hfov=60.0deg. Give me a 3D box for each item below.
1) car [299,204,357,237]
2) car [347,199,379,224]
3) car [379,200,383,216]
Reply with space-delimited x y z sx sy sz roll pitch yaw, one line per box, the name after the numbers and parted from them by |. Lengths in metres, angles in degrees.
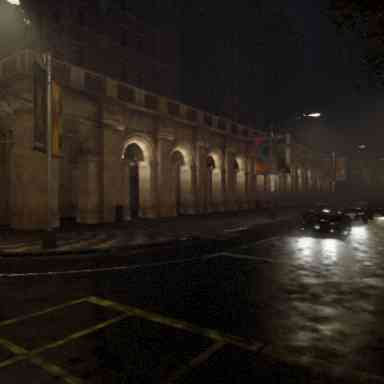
7.397 1.575 18.218 1.994 1.385 4.181 0 0 36 | car
12.580 1.502 25.399 2.128 1.511 4.902 0 0 36 | car
18.445 1.488 33.506 1.882 1.535 5.008 0 0 36 | car
